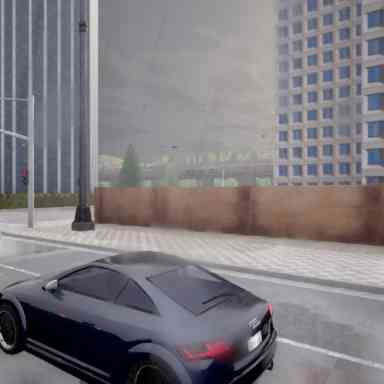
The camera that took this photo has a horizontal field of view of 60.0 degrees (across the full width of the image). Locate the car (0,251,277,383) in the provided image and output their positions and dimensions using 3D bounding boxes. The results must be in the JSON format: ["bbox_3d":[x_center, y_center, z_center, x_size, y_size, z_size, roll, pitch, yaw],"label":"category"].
[{"bbox_3d":[-0.977,1.564,4.700,4.181,1.385,1.994,0,0,35],"label":"car"}]
